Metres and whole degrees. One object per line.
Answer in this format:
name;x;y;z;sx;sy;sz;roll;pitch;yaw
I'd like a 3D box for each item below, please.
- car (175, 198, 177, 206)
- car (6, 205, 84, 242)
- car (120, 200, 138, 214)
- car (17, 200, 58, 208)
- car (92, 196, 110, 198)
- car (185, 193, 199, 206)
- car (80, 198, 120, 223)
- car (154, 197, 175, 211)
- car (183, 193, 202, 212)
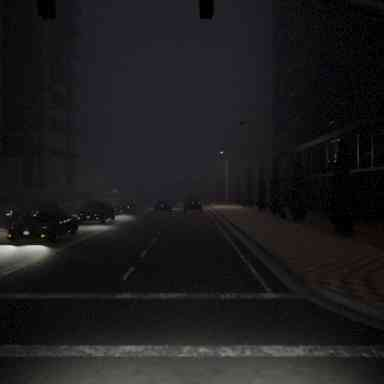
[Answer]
car;-3.518;1.536;54.376;1.994;1.385;4.181;0;0;0
car;-7.080;1.556;16.207;1.994;1.385;4.181;0;0;0
car;-7.063;1.583;35.427;1.895;1.301;4.718;0;0;0
car;-10.587;1.340;22.669;2.097;1.767;4.553;0;0;0
car;-10.569;1.485;35.503;1.837;1.490;4.892;0;0;0
car;0.034;1.194;54.495;2.150;2.045;5.566;0;0;0
car;-7.076;1.492;25.114;1.837;1.490;4.892;0;0;0
car;-3.410;1.544;39.854;1.994;1.385;4.181;0;0;0
car;0.090;1.331;38.885;2.097;1.767;4.553;0;0;0
